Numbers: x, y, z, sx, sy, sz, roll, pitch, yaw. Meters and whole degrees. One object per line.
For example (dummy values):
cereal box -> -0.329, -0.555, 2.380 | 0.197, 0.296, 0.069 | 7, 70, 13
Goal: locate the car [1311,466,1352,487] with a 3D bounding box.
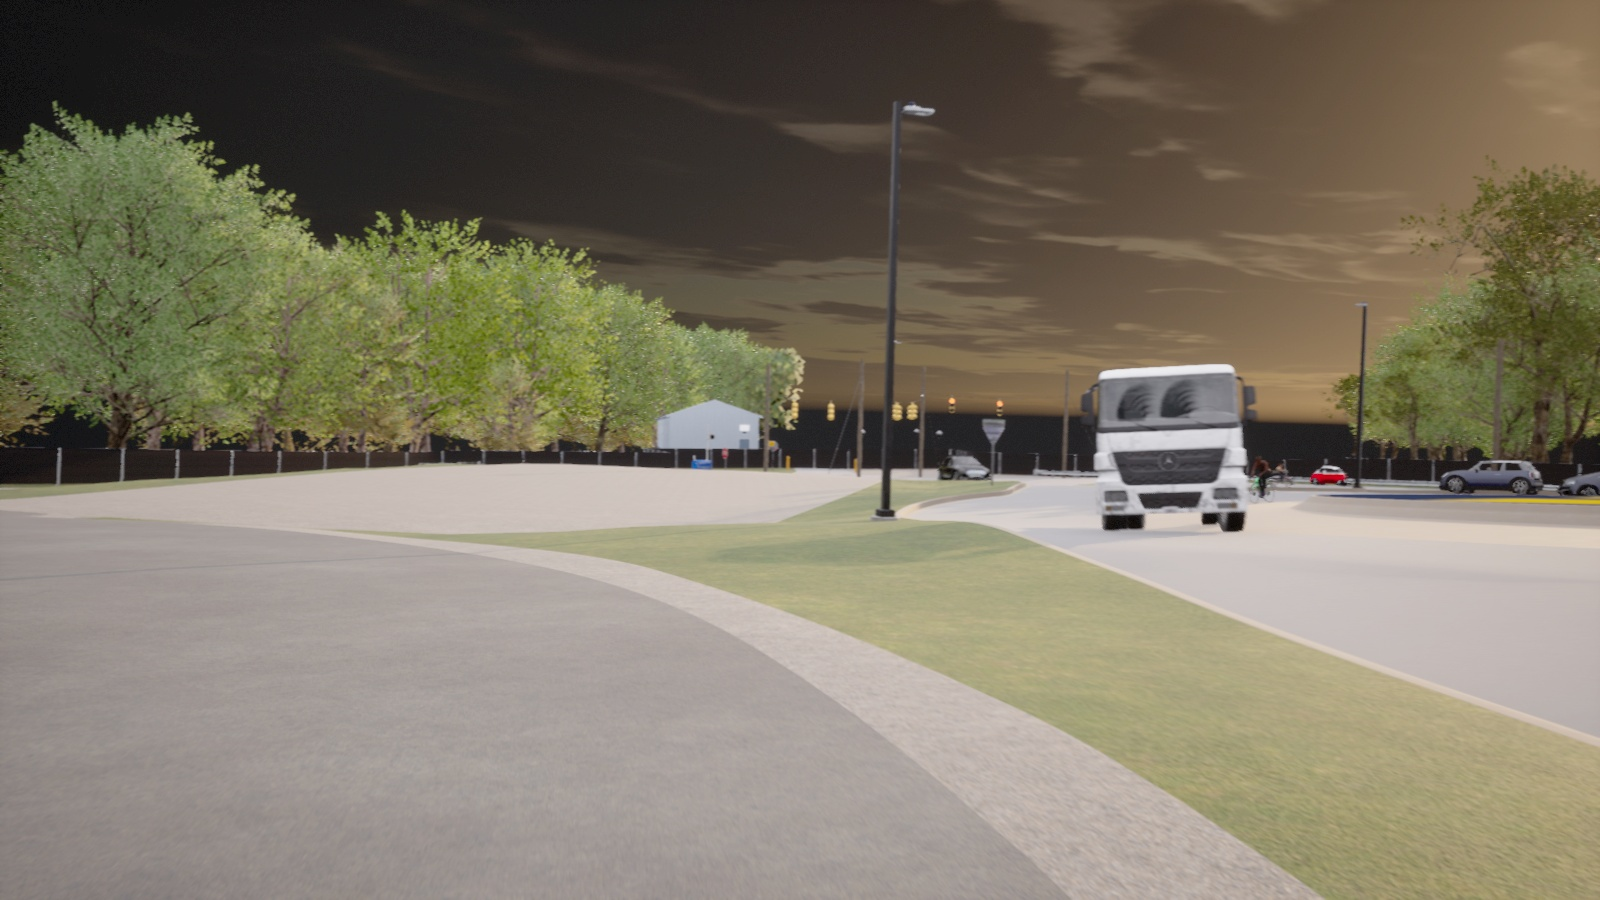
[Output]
car -> 36.555, 1.812, 86.348 | 2.207, 1.376, 1.481 | 2, 2, 43

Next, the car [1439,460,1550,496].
car -> 30.081, 1.182, 54.440 | 3.806, 1.475, 1.970 | 0, -1, 43

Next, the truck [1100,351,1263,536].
truck -> 8.444, 0.049, 27.939 | 2.891, 3.462, 7.936 | -2, -3, 17

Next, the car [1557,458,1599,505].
car -> 30.540, 1.185, 45.988 | 4.611, 1.667, 2.242 | 0, -3, 24

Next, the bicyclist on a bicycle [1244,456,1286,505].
bicyclist on a bicycle -> 15.695, 1.024, 42.336 | 1.656, 1.620, 0.582 | 0, 0, -40

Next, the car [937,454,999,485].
car -> 9.410, 1.111, 70.888 | 2.033, 1.649, 4.856 | 1, -1, -11
